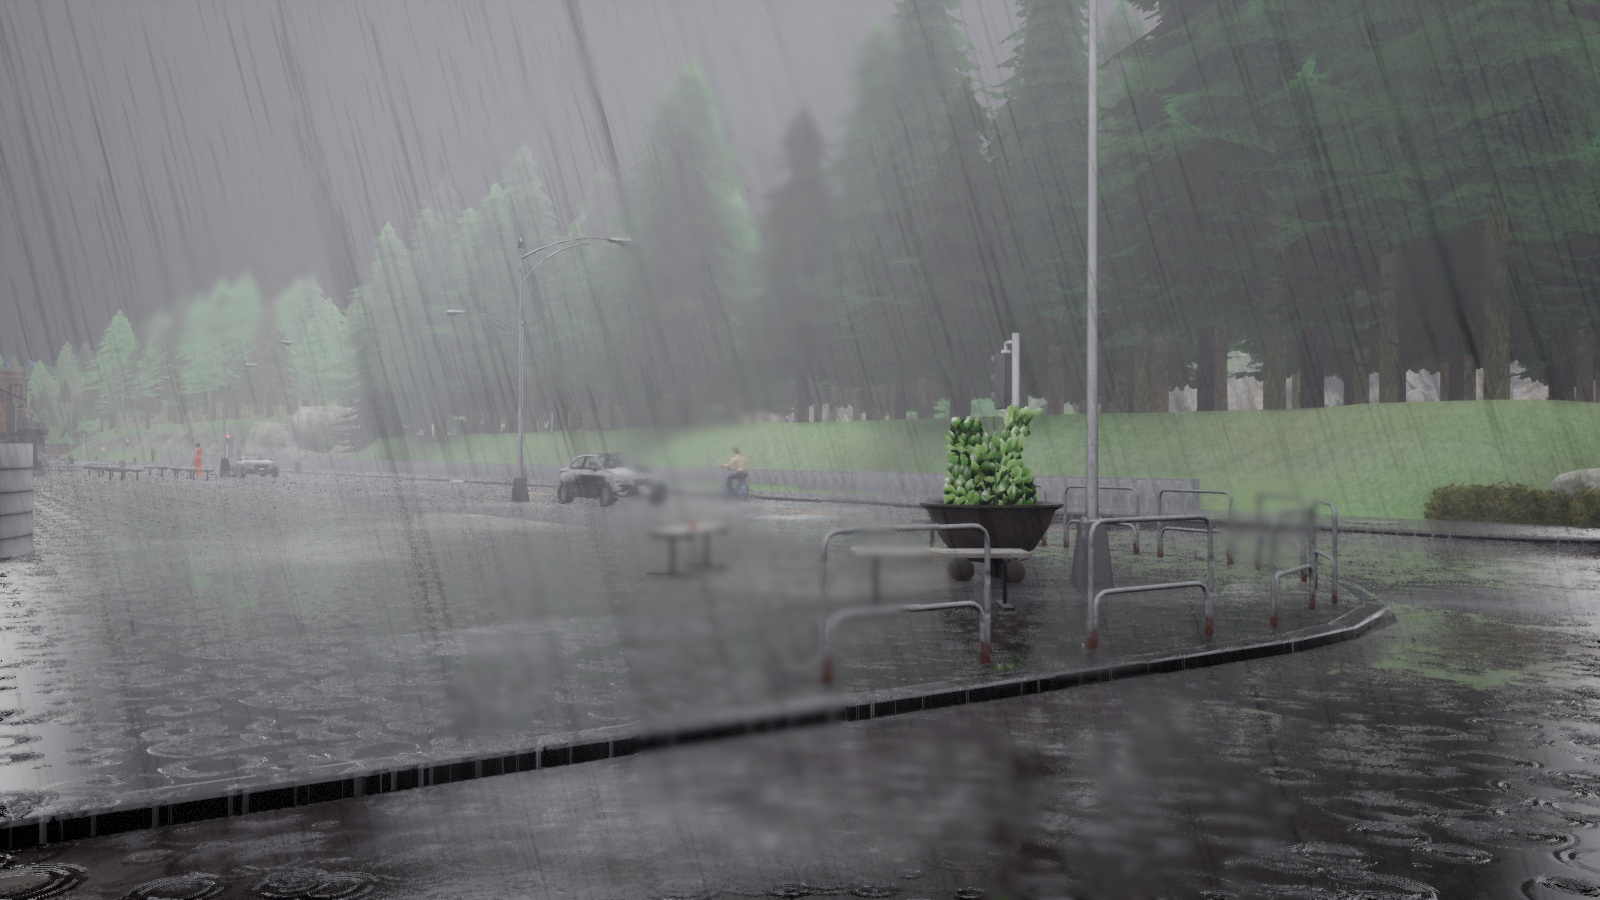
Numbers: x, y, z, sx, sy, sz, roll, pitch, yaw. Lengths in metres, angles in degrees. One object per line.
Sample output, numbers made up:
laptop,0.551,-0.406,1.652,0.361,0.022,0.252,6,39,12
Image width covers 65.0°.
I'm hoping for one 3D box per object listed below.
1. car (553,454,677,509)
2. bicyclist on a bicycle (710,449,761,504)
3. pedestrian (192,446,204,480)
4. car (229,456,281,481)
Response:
car,-5.332,0.857,35.755,1.816,1.474,4.193,0,0,-35
bicyclist on a bicycle,-1.956,0.778,37.910,0.866,1.612,1.509,0,0,-35
pedestrian,-32.847,0.692,68.540,0.594,1.836,0.345,0,0,33
car,-32.164,1.058,74.056,1.994,1.385,4.181,0,0,-35
